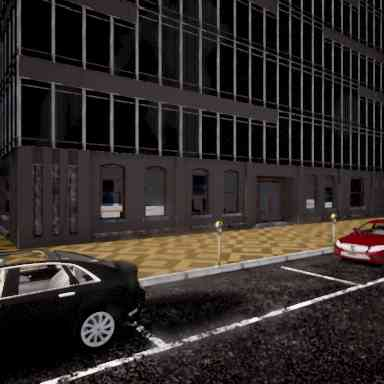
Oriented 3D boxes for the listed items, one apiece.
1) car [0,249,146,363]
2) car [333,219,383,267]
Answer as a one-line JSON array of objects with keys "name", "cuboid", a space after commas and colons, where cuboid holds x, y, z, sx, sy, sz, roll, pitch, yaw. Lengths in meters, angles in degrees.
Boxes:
[{"name": "car", "cuboid": [-2.792, 1.551, 4.568, 4.403, 1.369, 2.008, 0, 0, -35]}, {"name": "car", "cuboid": [6.498, 1.593, 11.148, 4.206, 1.307, 1.802, 0, 0, -35]}]
